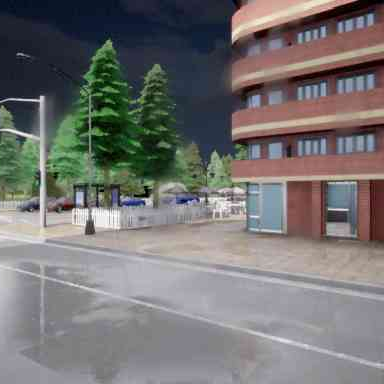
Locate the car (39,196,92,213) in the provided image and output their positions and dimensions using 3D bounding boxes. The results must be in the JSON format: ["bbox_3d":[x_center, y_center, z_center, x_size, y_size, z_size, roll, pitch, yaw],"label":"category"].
[{"bbox_3d":[-13.660,1.296,36.129,2.097,1.767,4.553,0,0,36],"label":"car"}]

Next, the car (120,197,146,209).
[{"bbox_3d":[-8.250,1.422,43.572,1.882,1.535,5.008,0,0,37],"label":"car"}]

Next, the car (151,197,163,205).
[{"bbox_3d":[-4.332,1.449,53.715,4.892,1.490,1.837,0,0,-45],"label":"car"}]

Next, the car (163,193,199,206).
[{"bbox_3d":[-1.304,1.164,51.887,5.566,2.045,2.150,0,0,-44],"label":"car"}]

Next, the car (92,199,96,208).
[{"bbox_3d":[-12.108,1.508,44.237,1.994,1.385,4.181,0,0,35],"label":"car"}]

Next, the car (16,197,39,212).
[{"bbox_3d":[-17.144,1.296,37.267,2.097,1.767,4.553,0,0,35],"label":"car"}]

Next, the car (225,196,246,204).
[{"bbox_3d":[8.204,1.509,62.881,4.181,1.385,1.994,0,0,-26],"label":"car"}]
